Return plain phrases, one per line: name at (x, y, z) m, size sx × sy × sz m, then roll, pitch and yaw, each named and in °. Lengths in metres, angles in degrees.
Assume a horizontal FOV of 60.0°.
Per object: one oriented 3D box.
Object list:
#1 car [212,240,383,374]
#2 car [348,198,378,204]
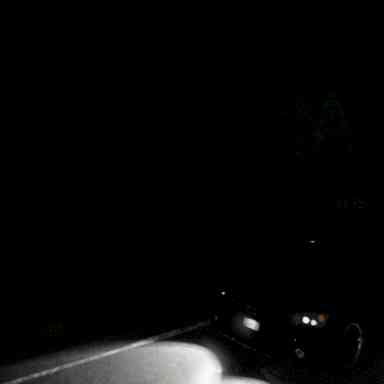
car at (2.327, 1.565, 5.685) m, size 4.181 × 1.385 × 1.994 m, roll 0°, pitch 0°, yaw -39°
car at (22.505, 1.513, 43.478) m, size 2.128 × 1.511 × 4.902 m, roll 0°, pitch 0°, yaw -15°
